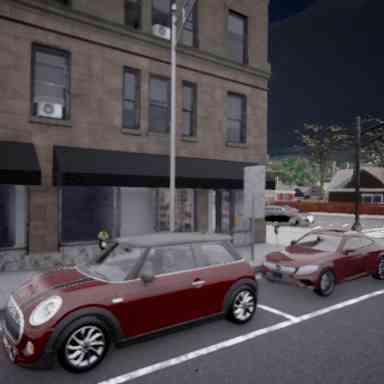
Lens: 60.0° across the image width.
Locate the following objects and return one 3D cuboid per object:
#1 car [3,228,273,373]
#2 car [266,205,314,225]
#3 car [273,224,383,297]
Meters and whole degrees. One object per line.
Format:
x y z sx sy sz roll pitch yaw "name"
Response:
-0.838 1.468 5.590 4.097 1.590 1.967 1 0 -35 "car"
7.225 1.830 26.229 2.128 1.511 4.902 1 -1 -37 "car"
3.656 1.673 8.791 4.206 1.307 1.802 1 0 -35 "car"
